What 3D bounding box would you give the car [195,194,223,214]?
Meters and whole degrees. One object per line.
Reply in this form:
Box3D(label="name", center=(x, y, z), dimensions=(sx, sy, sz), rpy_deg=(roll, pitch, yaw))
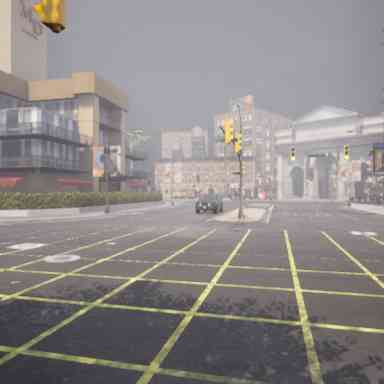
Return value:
Box3D(label="car", center=(1.956, 1.209, 35.833), dimensions=(2.150, 2.045, 5.566), rpy_deg=(0, 0, 15))
